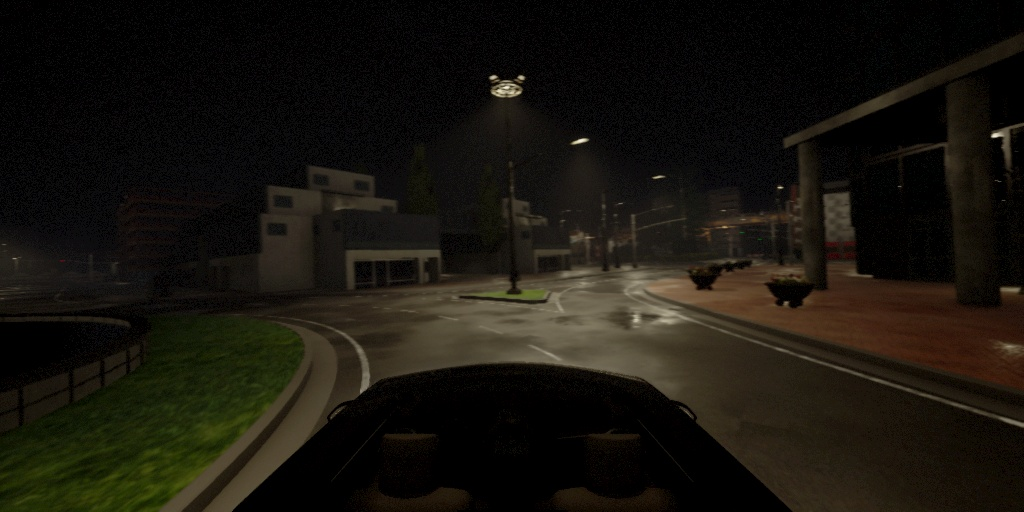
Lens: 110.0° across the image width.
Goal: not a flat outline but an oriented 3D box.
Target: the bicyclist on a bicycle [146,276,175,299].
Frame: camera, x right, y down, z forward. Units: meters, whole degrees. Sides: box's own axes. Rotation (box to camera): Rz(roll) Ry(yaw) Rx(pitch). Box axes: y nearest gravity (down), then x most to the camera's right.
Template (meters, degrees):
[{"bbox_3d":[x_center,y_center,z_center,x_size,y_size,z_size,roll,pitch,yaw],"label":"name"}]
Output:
[{"bbox_3d":[-26.258,2.348,26.871,0.582,1.620,1.656,-4,-1,17],"label":"bicyclist on a bicycle"}]

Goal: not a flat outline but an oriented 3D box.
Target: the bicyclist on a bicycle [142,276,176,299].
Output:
[{"bbox_3d":[-26.533,2.342,26.967,0.582,1.620,1.656,-4,-1,18],"label":"bicyclist on a bicycle"}]
